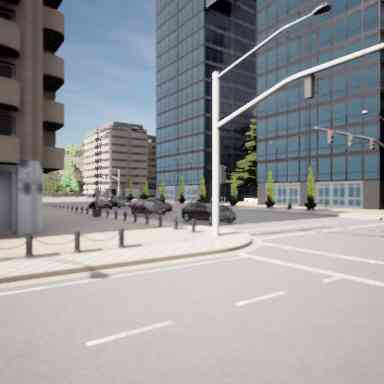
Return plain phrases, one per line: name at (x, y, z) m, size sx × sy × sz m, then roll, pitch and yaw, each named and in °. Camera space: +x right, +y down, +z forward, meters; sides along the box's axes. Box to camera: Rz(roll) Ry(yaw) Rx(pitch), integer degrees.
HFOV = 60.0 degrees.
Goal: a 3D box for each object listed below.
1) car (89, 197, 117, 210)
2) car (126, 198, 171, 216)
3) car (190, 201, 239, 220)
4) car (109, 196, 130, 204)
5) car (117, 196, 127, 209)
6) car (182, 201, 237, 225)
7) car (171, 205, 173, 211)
car at (-11.503, 1.534, 42.068) m, size 1.994 × 1.385 × 4.181 m, roll 0°, pitch 0°, yaw -35°
car at (-4.195, 1.496, 31.620) m, size 1.812 × 1.442 × 4.674 m, roll 0°, pitch 0°, yaw -35°
car at (1.885, 1.540, 29.109) m, size 1.994 × 1.385 × 4.181 m, roll 0°, pitch 0°, yaw -36°
car at (-14.015, 1.538, 64.302) m, size 2.033 × 1.411 × 5.357 m, roll 0°, pitch 0°, yaw -35°
car at (-9.845, 1.469, 45.821) m, size 2.128 × 1.511 × 4.902 m, roll 0°, pitch 0°, yaw -34°
car at (1.154, 1.475, 24.119) m, size 1.837 × 1.490 × 4.892 m, roll 0°, pitch 0°, yaw -37°
car at (-3.964, 1.482, 37.386) m, size 1.837 × 1.490 × 4.892 m, roll 0°, pitch 0°, yaw -35°
